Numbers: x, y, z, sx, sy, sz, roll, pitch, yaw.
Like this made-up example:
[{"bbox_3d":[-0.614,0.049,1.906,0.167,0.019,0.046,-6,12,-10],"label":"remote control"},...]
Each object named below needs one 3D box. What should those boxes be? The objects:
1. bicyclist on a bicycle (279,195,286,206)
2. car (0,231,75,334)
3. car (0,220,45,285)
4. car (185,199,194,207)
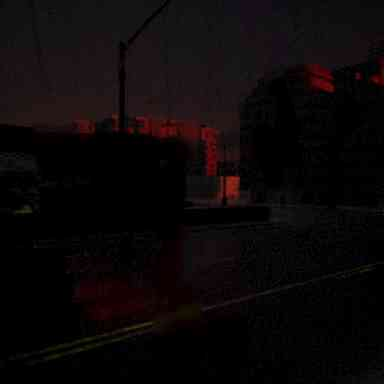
[{"bbox_3d":[13.200,1.319,48.681,1.656,1.620,0.582,0,0,-38],"label":"bicyclist on a bicycle"},{"bbox_3d":[-4.295,1.527,5.202,4.674,1.442,1.812,0,0,-36],"label":"car"},{"bbox_3d":[-6.091,1.566,8.235,4.181,1.385,1.994,0,0,-36],"label":"car"},{"bbox_3d":[-1.668,1.540,49.899,1.812,1.442,4.674,0,0,-38],"label":"car"}]
